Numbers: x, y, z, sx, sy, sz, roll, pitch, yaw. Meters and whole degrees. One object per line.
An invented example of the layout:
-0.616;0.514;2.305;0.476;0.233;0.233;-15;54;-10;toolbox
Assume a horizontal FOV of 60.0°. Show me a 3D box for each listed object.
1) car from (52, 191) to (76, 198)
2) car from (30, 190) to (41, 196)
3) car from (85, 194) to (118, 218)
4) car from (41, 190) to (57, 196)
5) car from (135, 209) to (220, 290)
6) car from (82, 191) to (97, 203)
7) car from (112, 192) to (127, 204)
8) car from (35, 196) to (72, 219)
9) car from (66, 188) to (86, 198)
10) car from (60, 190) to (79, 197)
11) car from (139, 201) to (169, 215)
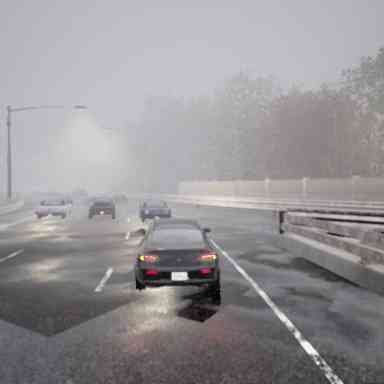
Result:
-16.297;0.940;42.208;1.994;1.385;4.181;0;1;-23;car
-39.137;0.289;84.677;5.357;1.411;2.033;1;1;40;car
-6.820;1.130;25.396;1.837;1.490;4.892;0;1;-14;car
-29.188;0.306;69.567;1.882;1.535;5.008;-1;1;-42;car
-0.437;1.397;8.615;1.812;1.442;4.674;0;1;-5;car
-12.695;0.895;42.700;1.812;1.442;4.674;0;1;-23;car
-10.268;0.826;45.895;1.837;1.490;4.892;0;1;-25;car
-10.279;1.229;24.949;1.895;1.301;4.718;0;1;-14;car
-23.384;0.220;67.825;2.150;2.045;5.566;-1;1;-39;car
-26.510;0.320;71.821;2.128;1.511;4.902;-1;1;-42;car
-2.673;1.261;23.000;1.895;1.301;4.718;0;1;-12;car
